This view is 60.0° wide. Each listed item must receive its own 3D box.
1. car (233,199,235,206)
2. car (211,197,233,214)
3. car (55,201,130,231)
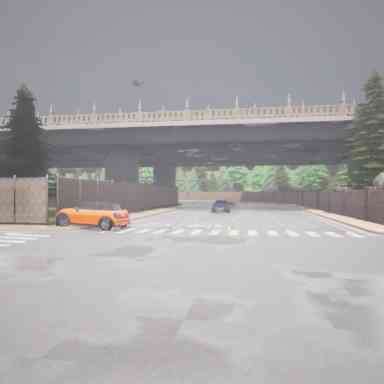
[{"bbox_3d":[6.462,1.626,58.733,1.882,1.535,5.008,0,0,3],"label":"car"},{"bbox_3d":[3.245,1.620,36.732,1.812,1.442,4.674,0,0,10],"label":"car"},{"bbox_3d":[-6.215,1.320,20.751,4.553,1.767,2.097,3,1,18],"label":"car"}]
